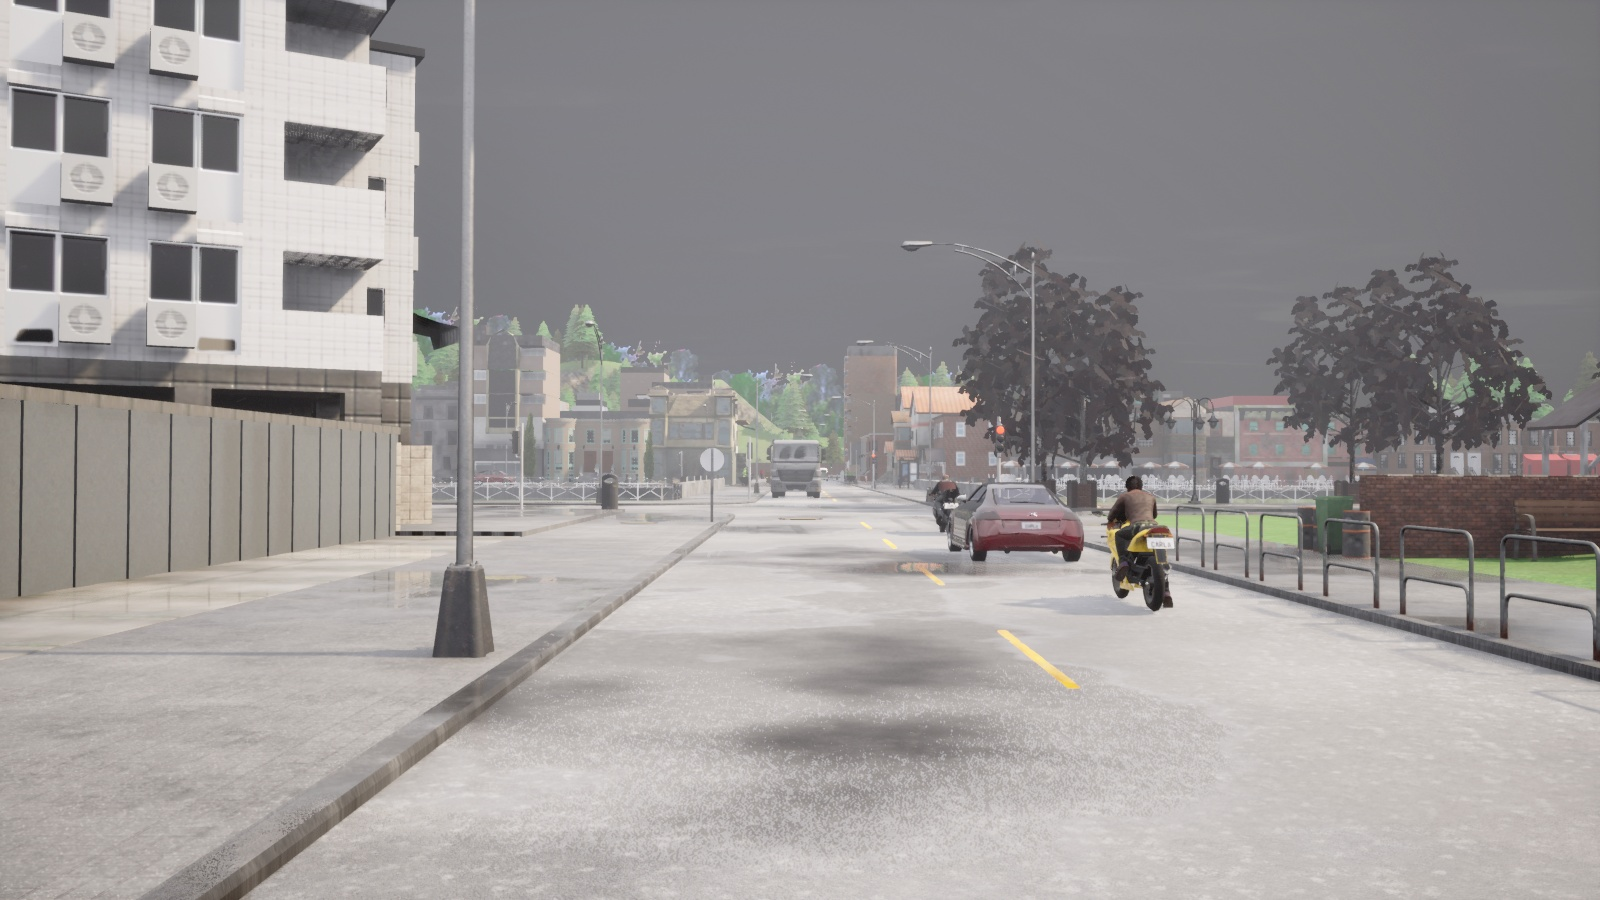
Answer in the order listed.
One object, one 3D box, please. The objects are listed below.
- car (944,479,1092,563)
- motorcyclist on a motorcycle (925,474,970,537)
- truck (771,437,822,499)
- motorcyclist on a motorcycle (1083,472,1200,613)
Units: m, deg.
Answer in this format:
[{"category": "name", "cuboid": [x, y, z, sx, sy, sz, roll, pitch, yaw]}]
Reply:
[{"category": "car", "cuboid": [3.933, 1.254, 23.348, 1.994, 1.385, 4.181, 0, -1, 0]}, {"category": "motorcyclist on a motorcycle", "cuboid": [3.677, 1.362, 31.448, 0.866, 1.530, 2.191, 0, -1, 0]}, {"category": "truck", "cuboid": [-0.218, 1.085, 74.708, 2.891, 3.462, 7.936, 0, -1, 0]}, {"category": "motorcyclist on a motorcycle", "cuboid": [3.957, 1.028, 14.727, 0.797, 1.523, 2.044, 0, -1, 0]}]
